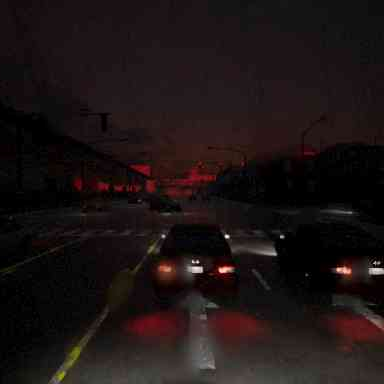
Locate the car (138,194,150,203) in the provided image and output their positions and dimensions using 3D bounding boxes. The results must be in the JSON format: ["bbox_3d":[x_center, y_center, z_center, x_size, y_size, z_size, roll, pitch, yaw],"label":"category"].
[{"bbox_3d":[-10.358,1.355,72.255,2.097,1.767,4.553,0,0,0],"label":"car"}]

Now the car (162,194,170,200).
[{"bbox_3d":[-6.827,1.375,88.067,1.837,1.490,4.892,0,0,0],"label":"car"}]

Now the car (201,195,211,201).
[{"bbox_3d":[3.666,1.552,84.154,1.994,1.385,4.181,0,0,0],"label":"car"}]

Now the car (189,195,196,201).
[{"bbox_3d":[0.164,1.540,83.204,2.033,1.411,5.357,0,0,0],"label":"car"}]

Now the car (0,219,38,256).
[{"bbox_3d":[-7.079,1.601,11.043,1.895,1.301,4.718,0,0,0],"label":"car"}]

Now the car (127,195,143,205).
[{"bbox_3d":[-10.448,1.547,60.814,2.033,1.411,5.357,0,0,0],"label":"car"}]

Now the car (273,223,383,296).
[{"bbox_3d":[3.578,1.547,8.814,2.033,1.411,5.357,0,0,2],"label":"car"}]

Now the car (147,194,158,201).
[{"bbox_3d":[-10.328,1.430,87.335,2.128,1.511,4.902,0,0,0],"label":"car"}]

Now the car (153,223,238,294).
[{"bbox_3d":[0.086,1.547,8.920,2.033,1.411,5.357,0,0,0],"label":"car"}]

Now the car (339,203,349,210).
[{"bbox_3d":[20.614,1.547,39.847,5.357,1.411,2.033,0,0,0],"label":"car"}]

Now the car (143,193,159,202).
[{"bbox_3d":[-6.961,1.223,59.897,2.150,2.045,5.566,0,0,0],"label":"car"}]

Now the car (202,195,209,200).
[{"bbox_3d":[3.685,1.524,93.968,1.812,1.442,4.674,0,0,0],"label":"car"}]

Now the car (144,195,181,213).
[{"bbox_3d":[-3.090,1.477,37.146,1.882,1.535,5.008,-1,0,-33],"label":"car"}]

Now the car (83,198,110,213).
[{"bbox_3d":[-10.528,1.477,37.047,1.882,1.535,5.008,0,0,0],"label":"car"}]

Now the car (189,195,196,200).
[{"bbox_3d":[0.184,1.500,93.713,1.837,1.490,4.892,0,0,0],"label":"car"}]

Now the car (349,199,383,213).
[{"bbox_3d":[20.032,1.564,36.343,4.181,1.385,1.994,0,0,0],"label":"car"}]
